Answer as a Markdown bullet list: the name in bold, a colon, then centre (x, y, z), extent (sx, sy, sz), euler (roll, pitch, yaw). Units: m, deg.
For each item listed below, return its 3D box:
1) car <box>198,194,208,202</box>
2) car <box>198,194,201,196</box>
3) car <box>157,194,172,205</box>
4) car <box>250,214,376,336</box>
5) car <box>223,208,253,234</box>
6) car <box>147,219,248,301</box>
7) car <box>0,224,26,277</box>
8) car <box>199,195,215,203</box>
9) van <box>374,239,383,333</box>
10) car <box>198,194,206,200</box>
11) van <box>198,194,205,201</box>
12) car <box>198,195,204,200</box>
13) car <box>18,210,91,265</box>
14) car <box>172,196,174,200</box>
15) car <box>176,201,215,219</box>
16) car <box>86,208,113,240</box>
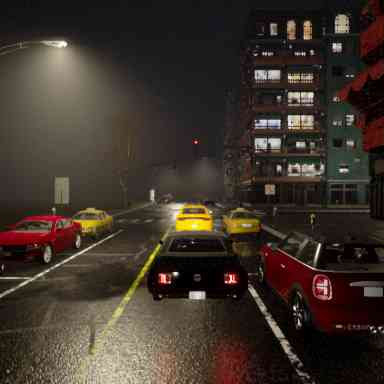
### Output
- **car**: centre (2.585, 1.338, 78.567), extent (2.192, 1.841, 5.009), euler (1, 0, 0)
- **car**: centre (2.581, 1.587, 72.905), extent (1.947, 1.339, 4.313), euler (1, 0, 0)
- **car**: centre (-5.299, 1.457, 61.107), extent (1.967, 1.590, 4.097), euler (1, 0, 0)
- **car**: centre (2.576, 1.442, 6.658), extent (1.967, 1.590, 4.097), euler (1, 0, 0)
- **car**: centre (2.576, 1.530, 17.917), extent (1.752, 1.417, 4.829), euler (1, 0, 0)
- **car**: centre (0.101, 1.603, 8.300), extent (1.895, 1.301, 4.718), euler (0, 0, 0)
- **car**: centre (-5.306, 1.552, 6.248), extent (2.008, 1.369, 4.403), euler (1, 0, 0)
- **car**: centre (2.579, 1.565, 50.261), extent (2.008, 1.369, 4.403), euler (1, 0, 0)
- **van**: centre (2.576, 1.341, 1.112), extent (1.690, 1.788, 3.998), euler (1, 0, 0)
- **car**: centre (2.580, 1.599, 61.583), extent (1.802, 1.307, 4.206), euler (1, 0, 0)
- **van**: centre (2.585, 1.369, 89.889), extent (1.690, 1.788, 3.998), euler (1, 0, 0)
- **car**: centre (2.584, 1.555, 95.720), extent (1.752, 1.417, 4.829), euler (1, 0, 0)
- **car**: centre (-5.305, 1.548, 11.785), extent (1.887, 1.381, 4.507), euler (1, 0, 0)
- **car**: centre (-5.297, 1.334, 66.762), extent (2.192, 1.841, 5.009), euler (1, 0, 0)
- **car**: centre (0.104, 1.482, 18.417), extent (1.882, 1.535, 5.008), euler (0, 0, 0)
- **car**: centre (-5.304, 1.529, 17.151), extent (1.752, 1.417, 4.829), euler (1, 0, 0)
